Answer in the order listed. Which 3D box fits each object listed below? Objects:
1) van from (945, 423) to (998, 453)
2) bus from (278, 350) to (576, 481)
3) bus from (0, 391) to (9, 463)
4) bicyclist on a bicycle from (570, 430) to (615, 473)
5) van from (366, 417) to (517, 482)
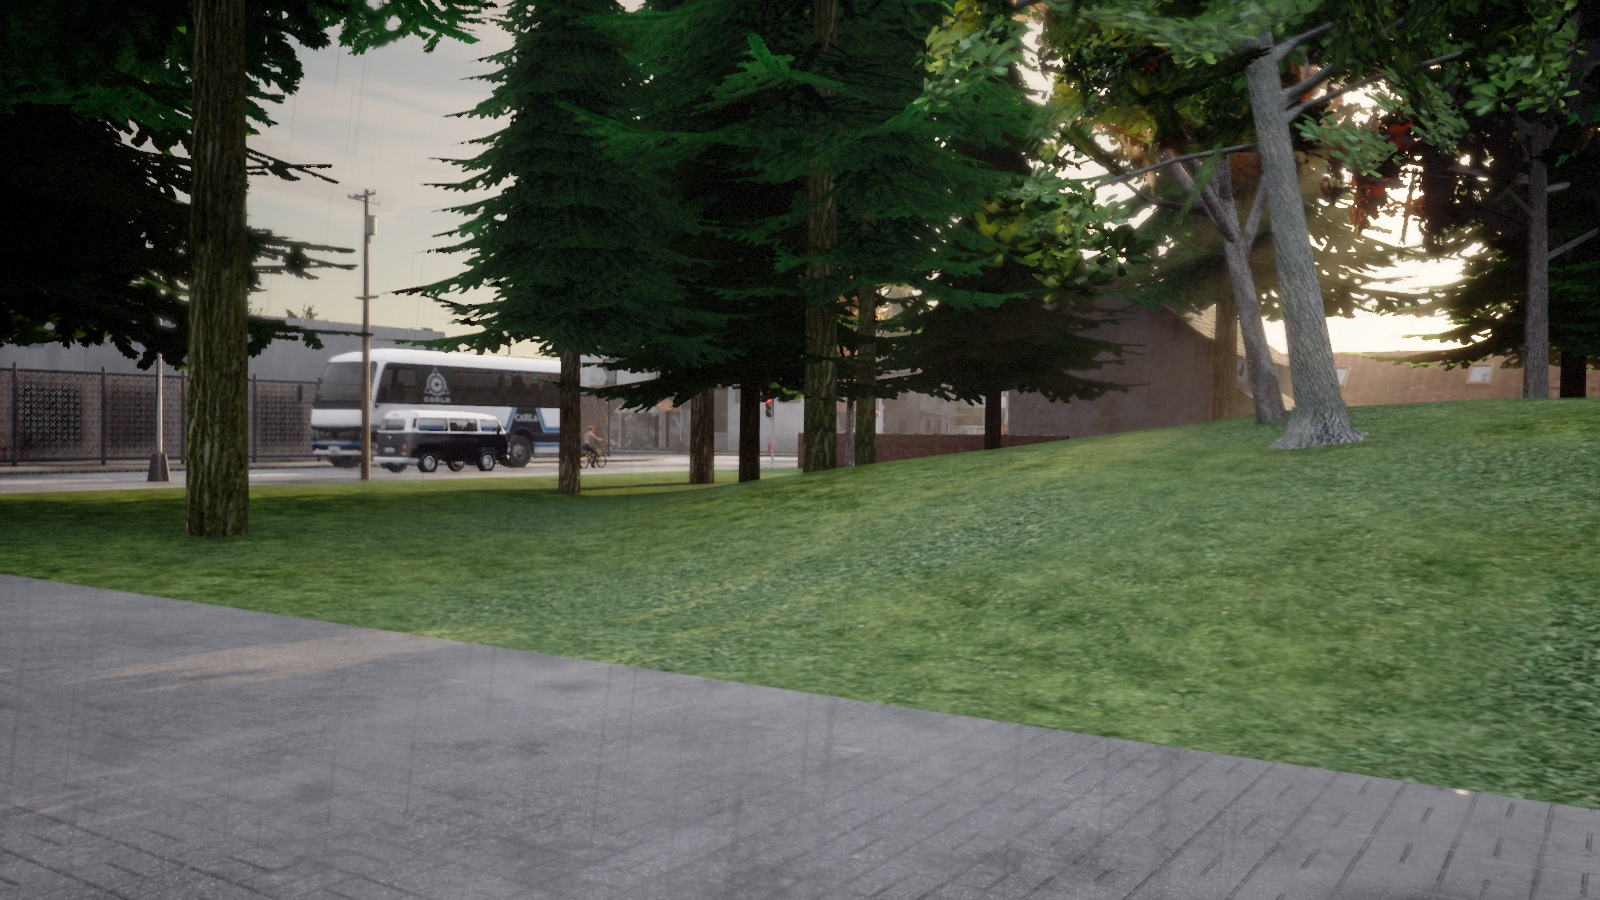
[{"bbox_3d":[11.445,-0.814,83.485,1.775,1.987,4.442,0,1,33],"label":"van"},{"bbox_3d":[-13.325,-1.210,46.149,3.944,4.253,10.273,0,1,34],"label":"bus"},{"bbox_3d":[-51.308,-1.276,71.097,3.944,4.253,10.273,0,1,37],"label":"bus"},{"bbox_3d":[-7.791,0.044,47.228,0.866,1.612,1.509,0,1,33],"label":"bicyclist on a bicycle"},{"bbox_3d":[-11.720,-0.053,41.328,2.069,2.038,4.480,0,1,34],"label":"van"}]
